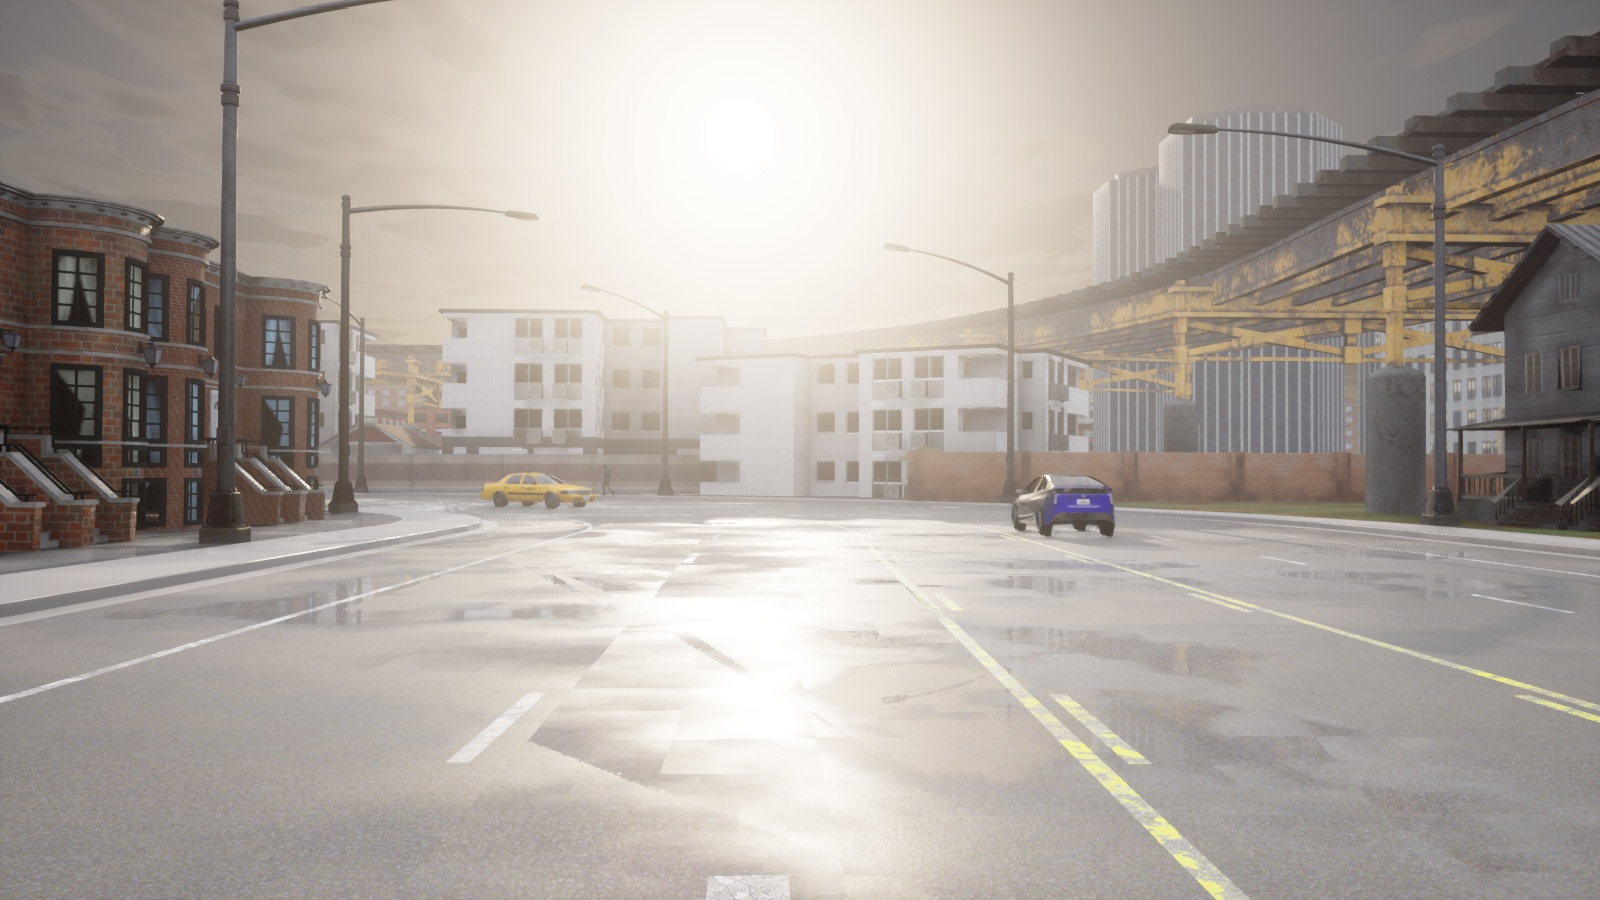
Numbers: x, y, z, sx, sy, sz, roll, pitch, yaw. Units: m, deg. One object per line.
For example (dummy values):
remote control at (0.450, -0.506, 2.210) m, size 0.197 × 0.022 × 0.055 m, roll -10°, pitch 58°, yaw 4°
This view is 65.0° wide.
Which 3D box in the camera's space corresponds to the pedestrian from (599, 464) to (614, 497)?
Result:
pedestrian at (-10.652, 1.668, 68.981) m, size 0.726 × 1.835 × 0.370 m, roll -1°, pitch -1°, yaw 22°

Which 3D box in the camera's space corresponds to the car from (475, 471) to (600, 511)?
car at (-10.885, 1.666, 51.853) m, size 5.366 × 1.575 × 1.801 m, roll -1°, pitch -1°, yaw 33°

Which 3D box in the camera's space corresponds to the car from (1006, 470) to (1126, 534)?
car at (6.708, 1.274, 32.185) m, size 2.007 × 1.525 × 4.514 m, roll 0°, pitch -1°, yaw -2°
